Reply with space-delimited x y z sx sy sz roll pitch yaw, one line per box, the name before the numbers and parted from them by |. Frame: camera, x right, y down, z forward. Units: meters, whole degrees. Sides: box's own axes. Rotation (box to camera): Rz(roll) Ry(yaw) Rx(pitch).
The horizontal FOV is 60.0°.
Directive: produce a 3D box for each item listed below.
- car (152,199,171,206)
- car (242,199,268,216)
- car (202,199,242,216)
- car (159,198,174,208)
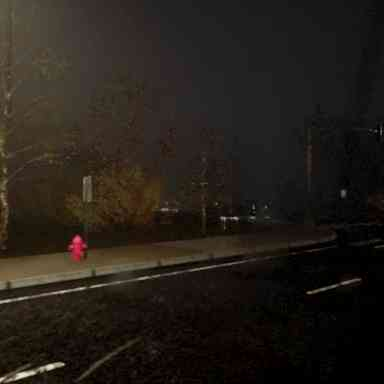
car | -6.376 2.098 68.141 2.033 1.411 5.357 1 -1 -26
car | 6.031 1.554 35.454 2.097 1.767 4.553 1 -1 -26
car | 2.759 1.689 34.731 1.837 1.490 4.892 1 -1 -26
car | -4.210 1.772 56.145 2.097 1.767 4.553 1 -1 -26
